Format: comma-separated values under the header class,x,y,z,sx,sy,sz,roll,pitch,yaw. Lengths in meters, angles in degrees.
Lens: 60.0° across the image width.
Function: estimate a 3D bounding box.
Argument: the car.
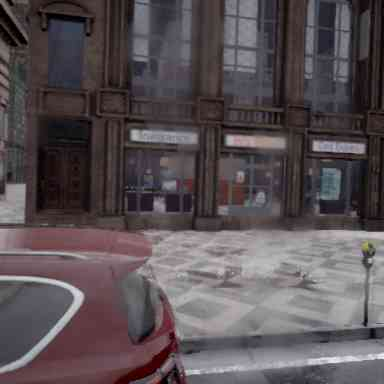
class,x,y,z,sx,sy,sz,roll,pitch,yaw
car,-2.491,1.186,2.176,5.009,1.841,2.192,1,2,-11
